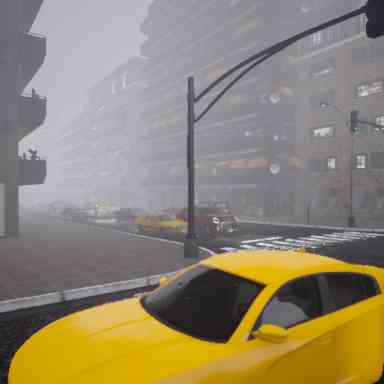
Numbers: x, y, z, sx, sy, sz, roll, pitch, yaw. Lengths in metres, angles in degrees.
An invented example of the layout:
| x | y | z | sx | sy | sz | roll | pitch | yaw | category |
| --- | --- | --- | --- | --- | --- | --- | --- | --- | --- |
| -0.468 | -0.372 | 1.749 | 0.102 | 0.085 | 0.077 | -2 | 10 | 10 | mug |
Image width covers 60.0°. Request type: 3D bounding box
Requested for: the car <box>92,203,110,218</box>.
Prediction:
| x | y | z | sx | sy | sz | roll | pitch | yaw | category |
| --- | --- | --- | --- | --- | --- | --- | --- | --- | --- |
| -11.187 | 2.253 | 37.213 | 1.895 | 1.301 | 4.718 | 0 | -1 | -36 | car |

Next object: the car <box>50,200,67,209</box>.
| x | y | z | sx | sy | sz | roll | pitch | yaw | category |
| --- | --- | --- | --- | --- | --- | --- | --- | --- | --- |
| -28.552 | 2.620 | 70.827 | 2.192 | 1.841 | 5.009 | -1 | 0 | -36 | car |

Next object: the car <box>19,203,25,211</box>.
| x | y | z | sx | sy | sz | roll | pitch | yaw | category |
| --- | --- | --- | --- | --- | --- | --- | --- | --- | --- |
| -31.929 | 2.768 | 61.288 | 1.887 | 1.381 | 4.507 | -1 | 0 | -36 | car |

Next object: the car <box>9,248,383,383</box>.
| x | y | z | sx | sy | sz | roll | pitch | yaw | category |
| --- | --- | --- | --- | --- | --- | --- | --- | --- | --- |
| 0.717 | 1.481 | 3.826 | 5.008 | 1.535 | 1.882 | 0 | -1 | -32 | car |

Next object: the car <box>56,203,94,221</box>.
| x | y | z | sx | sy | sz | roll | pitch | yaw | category |
| --- | --- | --- | --- | --- | --- | --- | --- | --- | --- |
| -11.939 | 2.162 | 33.808 | 1.887 | 1.381 | 4.507 | -1 | 0 | -36 | car |

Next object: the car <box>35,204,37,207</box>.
| x | y | z | sx | sy | sz | roll | pitch | yaw | category |
| --- | --- | --- | --- | --- | --- | --- | --- | --- | --- |
| -38.536 | 3.165 | 84.569 | 1.947 | 1.339 | 4.313 | -1 | 0 | -36 | car |

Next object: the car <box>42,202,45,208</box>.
| x | y | z | sx | sy | sz | roll | pitch | yaw | category |
| --- | --- | --- | --- | --- | --- | --- | --- | --- | --- |
| -31.877 | 2.970 | 75.406 | 1.947 | 1.339 | 4.313 | -1 | 0 | -36 | car |

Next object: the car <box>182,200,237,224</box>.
| x | y | z | sx | sy | sz | roll | pitch | yaw | category |
| --- | --- | --- | --- | --- | --- | --- | --- | --- | --- |
| 1.432 | 1.710 | 29.608 | 2.192 | 1.841 | 5.009 | -1 | 0 | -36 | car |

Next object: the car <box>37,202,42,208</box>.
| x | y | z | sx | sy | sz | roll | pitch | yaw | category |
| --- | --- | --- | --- | --- | --- | --- | --- | --- | --- |
| -35.209 | 3.046 | 79.987 | 1.887 | 1.381 | 4.507 | -1 | 0 | -36 | car |

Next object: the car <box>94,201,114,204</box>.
| x | y | z | sx | sy | sz | roll | pitch | yaw | category |
| --- | --- | --- | --- | --- | --- | --- | --- | --- | --- |
| -12.431 | 2.287 | 49.534 | 1.801 | 1.575 | 5.366 | 0 | -1 | -36 | car |

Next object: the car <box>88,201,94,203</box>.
| x | y | z | sx | sy | sz | roll | pitch | yaw | category |
| --- | --- | --- | --- | --- | --- | --- | --- | --- | --- |
| -16.451 | 2.304 | 54.996 | 2.097 | 1.767 | 4.553 | 0 | -1 | -36 | car |

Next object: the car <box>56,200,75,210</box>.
| x | y | z | sx | sy | sz | roll | pitch | yaw | category |
| --- | --- | --- | --- | --- | --- | --- | --- | --- | --- |
| -25.220 | 2.521 | 66.246 | 2.192 | 1.841 | 5.009 | -1 | 0 | -36 | car |

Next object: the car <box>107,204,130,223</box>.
| x | y | z | sx | sy | sz | roll | pitch | yaw | category |
| --- | --- | --- | --- | --- | --- | --- | --- | --- | --- |
| -5.142 | 2.015 | 28.891 | 2.033 | 1.411 | 5.357 | 0 | -1 | -36 | car |

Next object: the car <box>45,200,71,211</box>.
| x | y | z | sx | sy | sz | roll | pitch | yaw | category |
| --- | --- | --- | --- | --- | --- | --- | --- | --- | --- |
| -20.027 | 2.102 | 49.520 | 1.812 | 1.442 | 4.674 | 0 | -1 | -36 | car |

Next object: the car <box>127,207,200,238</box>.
| x | y | z | sx | sy | sz | roll | pitch | yaw | category |
| --- | --- | --- | --- | --- | --- | --- | --- | --- | --- |
| -1.844 | 1.831 | 19.930 | 1.752 | 1.417 | 4.829 | -1 | 0 | -36 | car |

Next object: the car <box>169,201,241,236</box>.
| x | y | z | sx | sy | sz | roll | pitch | yaw | category |
| --- | --- | --- | --- | --- | --- | --- | --- | --- | --- |
| 0.885 | 1.632 | 20.617 | 2.097 | 1.767 | 4.553 | 0 | -1 | -36 | car |
